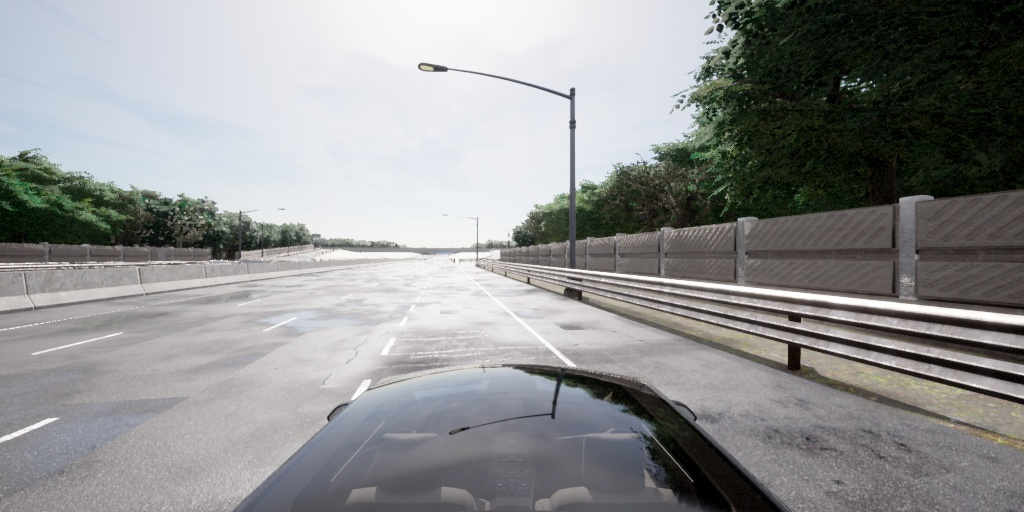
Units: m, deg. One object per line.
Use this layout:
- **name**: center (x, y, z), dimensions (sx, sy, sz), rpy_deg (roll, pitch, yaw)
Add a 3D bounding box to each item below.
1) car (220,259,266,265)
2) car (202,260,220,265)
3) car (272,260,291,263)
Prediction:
- **car**: center (-28.012, 1.126, 37.909), dimensions (2.097, 1.767, 4.553), rpy_deg (0, 0, -10)
- **car**: center (-40.768, 1.319, 49.394), dimensions (1.812, 1.442, 4.674), rpy_deg (0, 0, -10)
- **car**: center (-34.364, 1.277, 53.400), dimensions (1.882, 1.535, 5.008), rpy_deg (0, 0, -10)
